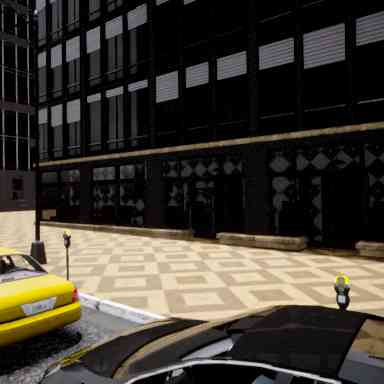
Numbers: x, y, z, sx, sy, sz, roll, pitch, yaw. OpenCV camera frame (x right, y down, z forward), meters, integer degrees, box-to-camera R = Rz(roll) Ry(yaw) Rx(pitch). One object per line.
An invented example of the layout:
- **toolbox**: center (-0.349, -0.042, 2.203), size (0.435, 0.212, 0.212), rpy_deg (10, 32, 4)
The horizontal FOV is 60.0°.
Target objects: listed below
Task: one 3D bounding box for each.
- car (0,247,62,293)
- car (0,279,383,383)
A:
- **car**: center (-3.957, 1.527, 5.877), size (4.829, 1.417, 1.752), rpy_deg (0, -1, 35)
- **car**: center (0.677, 1.566, 2.363), size (4.313, 1.339, 1.947), rpy_deg (0, -1, 35)
